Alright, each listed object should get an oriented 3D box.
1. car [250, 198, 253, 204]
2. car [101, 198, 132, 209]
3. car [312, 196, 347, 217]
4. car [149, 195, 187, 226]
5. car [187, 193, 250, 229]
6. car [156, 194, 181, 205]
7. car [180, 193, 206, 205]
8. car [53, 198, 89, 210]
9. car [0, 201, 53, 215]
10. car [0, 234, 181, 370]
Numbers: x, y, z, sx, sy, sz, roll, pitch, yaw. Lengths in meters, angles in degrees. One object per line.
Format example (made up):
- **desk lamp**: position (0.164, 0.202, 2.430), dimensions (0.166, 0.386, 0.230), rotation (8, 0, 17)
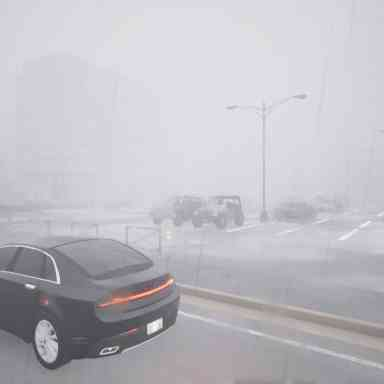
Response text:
- **car**: position (9.835, 1.505, 62.475), dimensions (1.837, 1.490, 4.892), rotation (0, 0, 34)
- **car**: position (-10.231, 1.526, 45.530), dimensions (1.812, 1.442, 4.674), rotation (0, 0, 34)
- **car**: position (13.749, 1.395, 33.166), dimensions (1.970, 1.475, 3.806), rotation (0, 0, 34)
- **car**: position (-0.660, 1.153, 21.899), dimensions (1.932, 1.855, 4.605), rotation (0, 0, 34)
- **car**: position (1.704, 1.156, 20.229), dimensions (1.905, 1.878, 3.866), rotation (0, 0, 34)
- **car**: position (-4.254, 1.351, 60.575), dimensions (2.097, 1.767, 4.553), rotation (0, 0, 34)
- **car**: position (0.278, 1.209, 60.993), dimensions (2.150, 2.045, 5.566), rotation (0, 0, 34)
- **car**: position (-16.037, 1.548, 43.198), dimensions (2.033, 1.411, 5.357), rotation (0, 0, 34)
- **car**: position (-17.502, 1.601, 34.752), dimensions (1.895, 1.301, 4.718), rotation (0, 0, 34)
- **car**: position (-2.454, 1.505, 5.750), dimensions (4.892, 1.490, 1.837), rotation (0, 0, 36)
